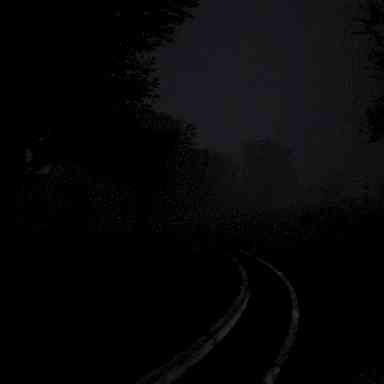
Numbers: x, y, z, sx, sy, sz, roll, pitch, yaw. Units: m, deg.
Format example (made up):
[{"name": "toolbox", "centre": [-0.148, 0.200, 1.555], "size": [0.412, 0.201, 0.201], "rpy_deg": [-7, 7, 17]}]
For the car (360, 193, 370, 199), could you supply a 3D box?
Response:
[{"name": "car", "centre": [40.526, 0.995, 78.286], "size": [2.033, 1.411, 5.357], "rpy_deg": [-1, 1, 35]}]

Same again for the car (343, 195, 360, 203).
[{"name": "car", "centre": [30.440, 1.360, 63.965], "size": [1.994, 1.385, 4.181], "rpy_deg": [-1, 1, 35]}]
